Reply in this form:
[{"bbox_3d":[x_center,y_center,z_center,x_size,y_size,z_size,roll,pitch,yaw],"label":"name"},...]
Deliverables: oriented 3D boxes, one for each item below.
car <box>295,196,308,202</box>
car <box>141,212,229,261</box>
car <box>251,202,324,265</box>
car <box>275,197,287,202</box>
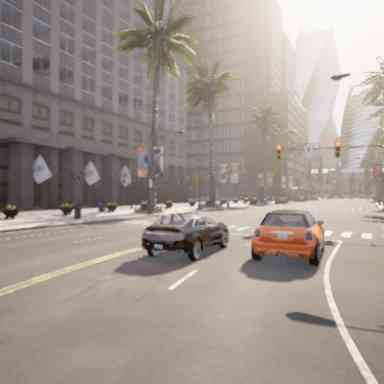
[{"bbox_3d":[29.529,1.818,90.769,2.185,1.767,4.553,0,0,27],"label":"car"},{"bbox_3d":[-0.043,1.524,12.638,2.128,1.511,4.902,0,0,25],"label":"car"},{"bbox_3d":[3.676,1.413,12.277,2.097,1.767,4.553,0,0,24],"label":"car"},{"bbox_3d":[19.167,1.846,71.439,2.161,1.482,4.786,0,0,27],"label":"car"}]
